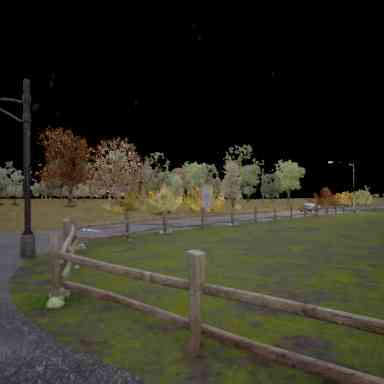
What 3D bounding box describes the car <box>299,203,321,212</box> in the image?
[{"bbox_3d":[18.875,2.445,52.974,2.033,1.411,5.357,-1,-2,40],"label":"car"}]
